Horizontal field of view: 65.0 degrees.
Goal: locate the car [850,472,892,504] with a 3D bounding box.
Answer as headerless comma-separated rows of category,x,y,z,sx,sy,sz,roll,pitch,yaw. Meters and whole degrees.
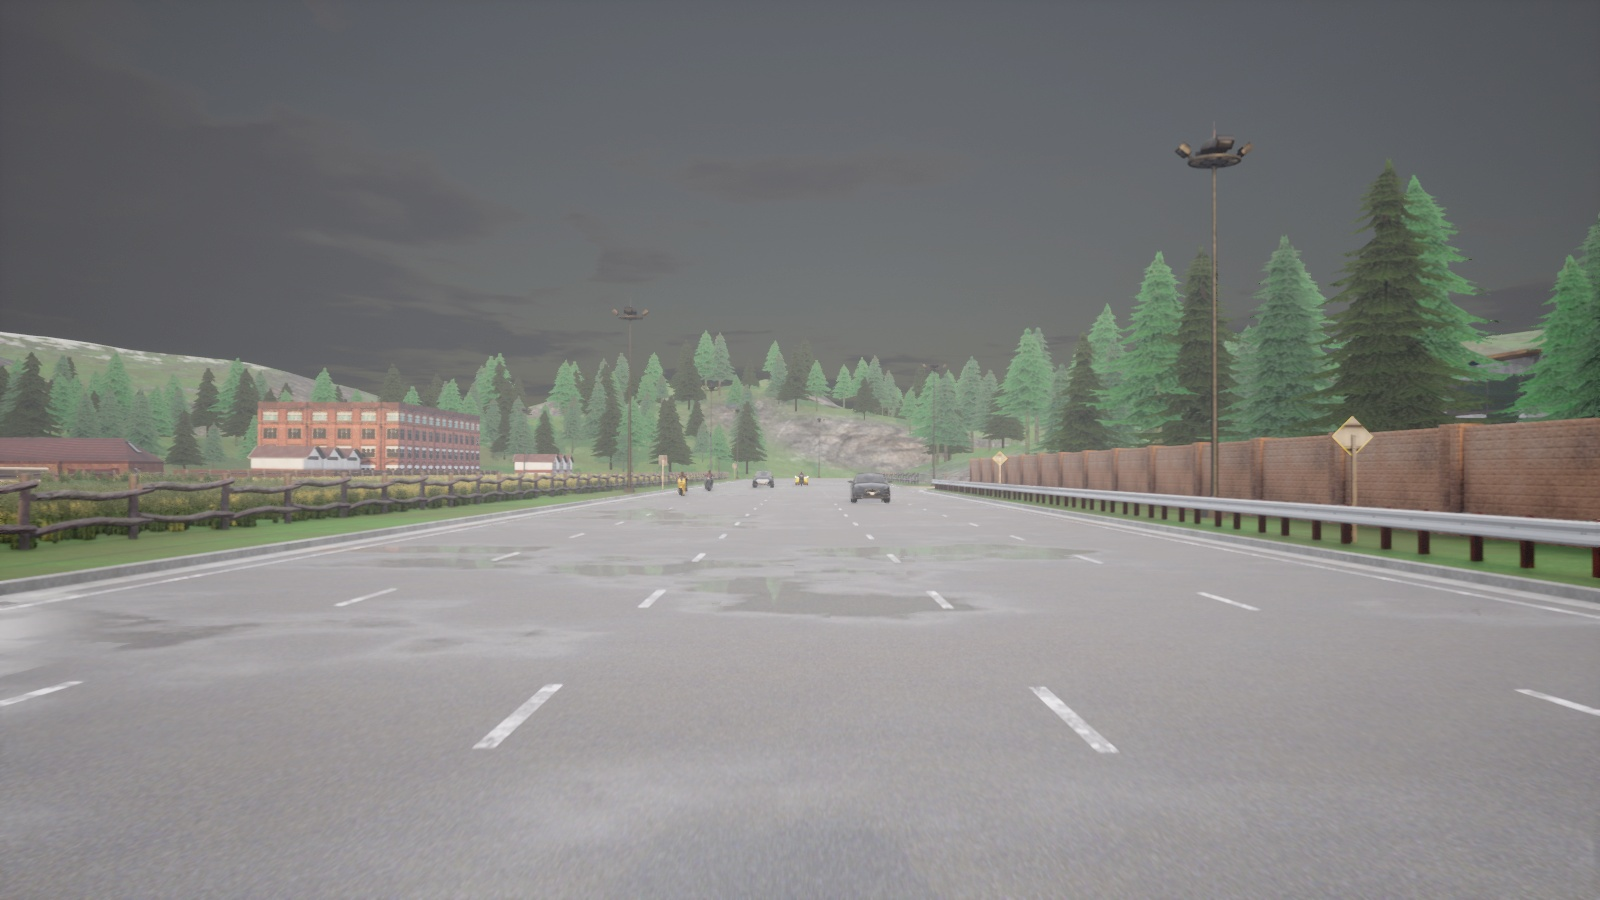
car,3.451,1.839,61.712,1.837,1.490,4.892,0,-1,0
